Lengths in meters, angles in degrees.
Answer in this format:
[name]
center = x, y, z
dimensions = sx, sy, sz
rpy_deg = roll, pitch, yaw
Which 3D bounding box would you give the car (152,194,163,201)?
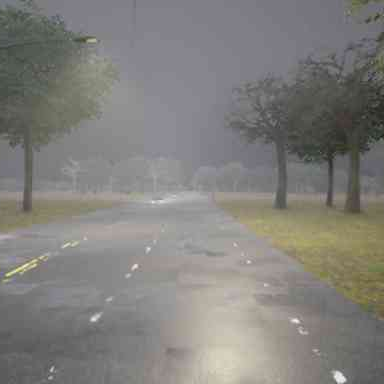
[car]
center = -6.740, 1.097, 65.402
dimensions = 1.837, 1.490, 4.892
rpy_deg = 0, 1, 0
